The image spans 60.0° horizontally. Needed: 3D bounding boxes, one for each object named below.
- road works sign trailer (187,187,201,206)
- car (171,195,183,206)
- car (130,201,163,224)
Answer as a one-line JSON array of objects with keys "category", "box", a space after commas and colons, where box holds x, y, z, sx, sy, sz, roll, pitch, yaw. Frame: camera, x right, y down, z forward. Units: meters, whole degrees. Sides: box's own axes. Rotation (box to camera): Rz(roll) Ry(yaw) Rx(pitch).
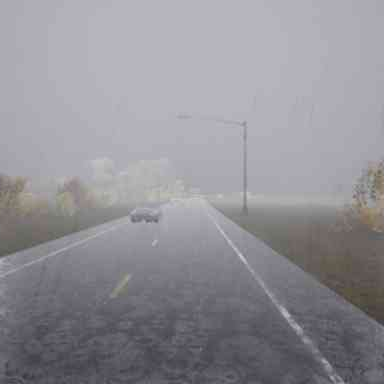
[{"category": "road works sign trailer", "box": [0.411, 0.856, 61.913, 2.380, 3.560, 2.880, 0, 0, 0]}, {"category": "car", "box": [-3.040, 1.654, 67.070, 2.150, 2.045, 5.566, 0, 0, 1]}, {"category": "car", "box": [-3.518, 1.517, 26.499, 2.097, 1.767, 4.553, 0, 0, 0]}]
